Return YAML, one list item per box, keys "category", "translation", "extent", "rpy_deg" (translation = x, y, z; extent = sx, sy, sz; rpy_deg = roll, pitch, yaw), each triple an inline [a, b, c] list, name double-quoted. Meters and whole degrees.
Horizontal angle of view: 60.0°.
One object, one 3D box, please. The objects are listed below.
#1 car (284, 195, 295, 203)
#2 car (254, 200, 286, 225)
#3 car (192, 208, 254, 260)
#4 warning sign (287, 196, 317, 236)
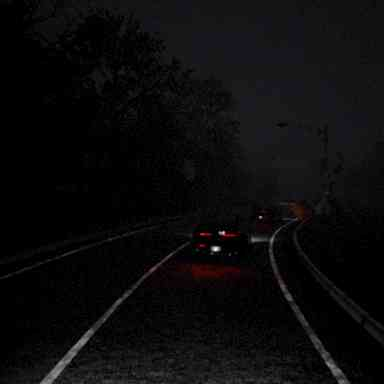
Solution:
- category: "car"
  translation: [21.291, 1.549, 72.461]
  extent: [2.097, 1.767, 4.553]
  rpy_deg: [2, 0, 17]
- category: "car"
  translation: [6.015, 1.617, 26.624]
  extent: [1.837, 1.490, 4.892]
  rpy_deg: [3, 1, 24]
- category: "car"
  translation: [1.251, 1.530, 12.736]
  extent: [1.837, 1.490, 4.892]
  rpy_deg: [1, 0, 12]
- category: "warning sign"
  translation: [6.043, 1.276, 18.302]
  extent: [1.300, 1.860, 1.060]
  rpy_deg: [8, 8, 18]
